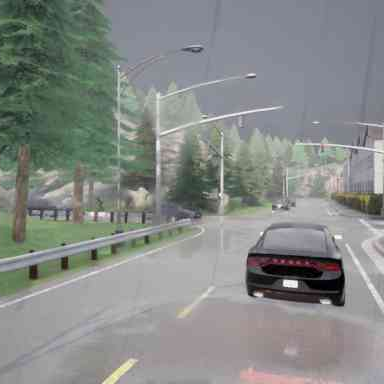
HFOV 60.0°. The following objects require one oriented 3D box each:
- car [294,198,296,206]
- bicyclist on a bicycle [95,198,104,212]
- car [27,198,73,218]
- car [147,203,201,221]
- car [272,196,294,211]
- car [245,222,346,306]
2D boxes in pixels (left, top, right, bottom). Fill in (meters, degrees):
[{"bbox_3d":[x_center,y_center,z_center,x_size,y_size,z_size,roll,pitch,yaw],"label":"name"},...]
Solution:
[{"bbox_3d":[14.616,1.352,50.718,2.097,1.767,4.553,0,0,21],"label":"car"},{"bbox_3d":[-10.205,1.417,36.637,0.582,1.620,1.656,-2,5,20],"label":"bicyclist on a bicycle"},{"bbox_3d":[-12.929,1.371,30.124,4.553,1.767,2.097,0,0,20],"label":"car"},{"bbox_3d":[-1.379,1.578,25.883,4.181,1.385,1.994,0,0,20],"label":"car"},{"bbox_3d":[11.165,1.491,41.555,2.128,1.511,4.902,0,0,21],"label":"car"},{"bbox_3d":[2.621,1.478,8.224,1.882,1.535,5.008,0,0,21],"label":"car"}]
